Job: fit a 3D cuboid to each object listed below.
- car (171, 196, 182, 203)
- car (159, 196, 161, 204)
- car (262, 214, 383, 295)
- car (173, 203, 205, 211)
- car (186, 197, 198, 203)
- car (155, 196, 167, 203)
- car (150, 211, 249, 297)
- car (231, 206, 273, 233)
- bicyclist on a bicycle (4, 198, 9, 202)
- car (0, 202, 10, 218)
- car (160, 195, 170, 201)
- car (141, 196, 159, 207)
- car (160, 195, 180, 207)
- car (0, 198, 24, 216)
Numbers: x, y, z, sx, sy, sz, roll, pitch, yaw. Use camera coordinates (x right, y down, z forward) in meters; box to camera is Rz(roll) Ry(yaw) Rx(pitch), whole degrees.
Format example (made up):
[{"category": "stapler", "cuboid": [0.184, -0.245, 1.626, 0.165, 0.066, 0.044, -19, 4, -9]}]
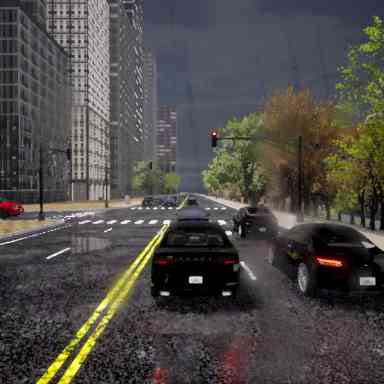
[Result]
[{"category": "car", "cuboid": [-3.392, 1.529, 73.415, 2.033, 1.411, 5.357, 0, 0, 0]}, {"category": "car", "cuboid": [-6.686, 1.482, 60.997, 2.128, 1.511, 4.902, 0, 0, 0]}, {"category": "car", "cuboid": [3.315, 1.524, 8.605, 1.812, 1.442, 4.674, 0, 0, 0]}, {"category": "car", "cuboid": [0.036, 1.545, 18.454, 2.033, 1.411, 5.357, 0, 0, 0]}, {"category": "car", "cuboid": [0.024, 1.539, 57.531, 2.033, 1.411, 5.357, 0, 0, 0]}, {"category": "car", "cuboid": [-6.638, 1.530, 71.496, 2.033, 1.411, 5.357, 0, 0, 0]}, {"category": "car", "cuboid": [0.074, 1.476, 8.645, 1.882, 1.535, 5.008, 0, 0, 0]}, {"category": "car", "cuboid": [3.290, 1.502, 17.862, 1.837, 1.490, 4.892, 0, 0, 0]}, {"category": "bicyclist on a bicycle", "cuboid": [-24.735, 1.578, 44.161, 0.582, 1.620, 1.656, -1, 1, 0]}, {"category": "car", "cuboid": [-19.354, 1.881, 30.044, 4.181, 1.385, 1.994, -1, 1, 0]}, {"category": "car", "cuboid": [-6.657, 1.530, 82.032, 2.033, 1.411, 5.357, 0, 0, 0]}, {"category": "car", "cuboid": [-6.688, 1.497, 51.578, 1.837, 1.490, 4.892, 0, 0, 0]}, {"category": "car", "cuboid": [-3.440, 1.539, 52.923, 2.033, 1.411, 5.357, 0, 0, 0]}, {"category": "car", "cuboid": [-19.897, 1.518, 33.293, 5.566, 2.045, 2.150, -1, 1, 0]}]
